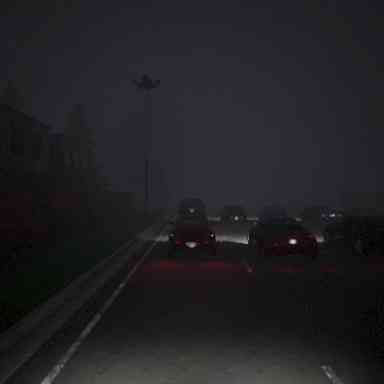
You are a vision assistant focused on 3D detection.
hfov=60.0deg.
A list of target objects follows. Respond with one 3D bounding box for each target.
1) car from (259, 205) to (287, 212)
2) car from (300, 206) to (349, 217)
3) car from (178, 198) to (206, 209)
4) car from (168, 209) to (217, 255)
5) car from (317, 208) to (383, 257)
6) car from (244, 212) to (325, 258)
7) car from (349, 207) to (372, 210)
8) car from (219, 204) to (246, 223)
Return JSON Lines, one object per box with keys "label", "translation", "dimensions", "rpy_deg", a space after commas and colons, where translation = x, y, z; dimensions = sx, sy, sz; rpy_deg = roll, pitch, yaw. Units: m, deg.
{"label": "car", "translation": [7.016, 1.836, 28.893], "dimensions": [1.812, 1.442, 4.674], "rpy_deg": [0, 0, 0]}
{"label": "car", "translation": [10.505, 1.844, 27.538], "dimensions": [2.033, 1.411, 5.357], "rpy_deg": [0, -1, 0]}
{"label": "car", "translation": [0.001, 1.522, 27.578], "dimensions": [2.150, 2.045, 5.566], "rpy_deg": [0, 0, 0]}
{"label": "car", "translation": [0.022, 1.676, 13.890], "dimensions": [1.812, 1.442, 4.674], "rpy_deg": [0, 0, 1]}
{"label": "car", "translation": [7.018, 1.653, 13.514], "dimensions": [1.837, 1.490, 4.892], "rpy_deg": [0, 0, 0]}
{"label": "car", "translation": [3.516, 1.711, 13.507], "dimensions": [1.994, 1.385, 4.181], "rpy_deg": [0, -1, 1]}
{"label": "car", "translation": [14.009, 1.905, 28.238], "dimensions": [1.895, 1.301, 4.718], "rpy_deg": [0, -1, 0]}
{"label": "car", "translation": [3.511, 1.814, 28.514], "dimensions": [1.837, 1.490, 4.892], "rpy_deg": [0, 0, 0]}
